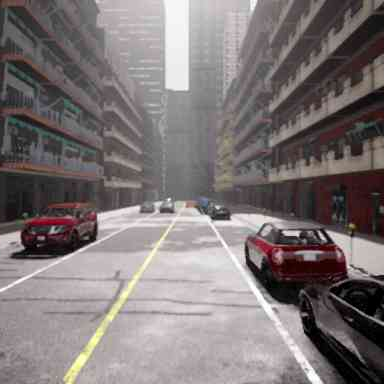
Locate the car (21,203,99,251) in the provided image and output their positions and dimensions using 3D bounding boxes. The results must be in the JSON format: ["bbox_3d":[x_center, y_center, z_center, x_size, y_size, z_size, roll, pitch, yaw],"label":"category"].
[{"bbox_3d":[-5.716,1.454,15.115,2.192,1.841,5.009,-1,-1,0],"label":"car"}]

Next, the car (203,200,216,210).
[{"bbox_3d":[2.649,1.892,37.499,2.008,1.369,4.403,-1,-1,0],"label":"car"}]

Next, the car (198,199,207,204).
[{"bbox_3d":[2.612,2.319,82.312,1.947,1.339,4.313,-1,-1,0],"label":"car"}]

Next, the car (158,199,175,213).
[{"bbox_3d":[-3.128,1.932,42.220,2.033,1.411,5.357,0,-1,0],"label":"car"}]

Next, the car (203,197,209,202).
[{"bbox_3d":[2.959,1.956,49.512,1.837,1.490,4.892,0,-1,0],"label":"car"}]

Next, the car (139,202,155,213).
[{"bbox_3d":[-5.736,1.944,43.122,2.008,1.369,4.403,-1,-1,0],"label":"car"}]

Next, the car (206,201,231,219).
[{"bbox_3d":[2.654,1.856,31.896,1.947,1.339,4.313,-1,-1,0],"label":"car"}]

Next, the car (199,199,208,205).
[{"bbox_3d":[2.616,2.246,76.711,1.887,1.381,4.507,-1,-1,0],"label":"car"}]

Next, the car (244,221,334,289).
[{"bbox_3d":[2.670,1.527,9.490,1.967,1.590,4.097,-1,-1,0],"label":"car"}]

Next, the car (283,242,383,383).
[{"bbox_3d":[2.677,1.602,3.887,1.947,1.339,4.313,-1,-1,0],"label":"car"}]

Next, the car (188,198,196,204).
[{"bbox_3d":[-0.064,2.062,78.229,1.837,1.490,4.892,0,-1,0],"label":"car"}]

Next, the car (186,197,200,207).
[{"bbox_3d":[-0.050,1.914,61.530,2.097,1.767,4.553,0,-1,0],"label":"car"}]

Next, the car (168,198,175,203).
[{"bbox_3d":[-5.777,2.441,93.537,1.802,1.307,4.206,-1,-1,0],"label":"car"}]

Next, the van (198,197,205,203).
[{"bbox_3d":[2.599,2.199,93.518,1.690,1.788,3.998,-1,-1,0],"label":"van"}]

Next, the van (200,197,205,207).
[{"bbox_3d":[2.623,1.939,65.509,1.690,1.788,3.998,-1,-1,0],"label":"van"}]

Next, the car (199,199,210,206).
[{"bbox_3d":[2.621,2.200,71.109,2.008,1.369,4.403,-1,-1,0],"label":"car"}]

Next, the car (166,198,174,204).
[{"bbox_3d":[-5.774,2.351,87.936,1.887,1.381,4.507,-1,-1,0],"label":"car"}]
